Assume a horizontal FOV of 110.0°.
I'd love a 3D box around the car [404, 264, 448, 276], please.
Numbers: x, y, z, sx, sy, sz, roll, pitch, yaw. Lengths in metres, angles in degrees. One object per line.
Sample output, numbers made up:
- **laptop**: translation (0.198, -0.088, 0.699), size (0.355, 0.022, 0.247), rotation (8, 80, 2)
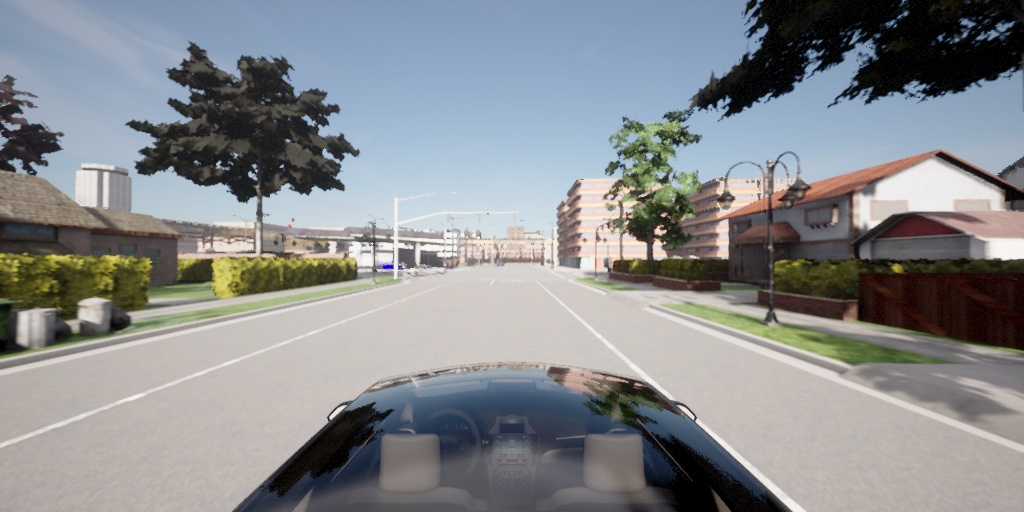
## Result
- **car**: translation (-10.381, 1.767, 44.057), size (4.718, 1.301, 1.895), rotation (0, -1, 0)
